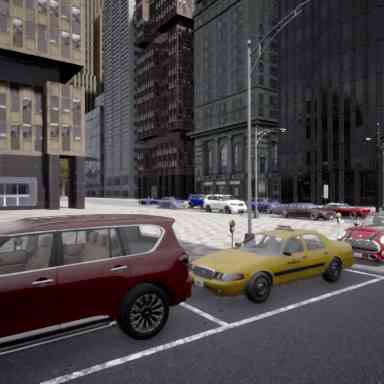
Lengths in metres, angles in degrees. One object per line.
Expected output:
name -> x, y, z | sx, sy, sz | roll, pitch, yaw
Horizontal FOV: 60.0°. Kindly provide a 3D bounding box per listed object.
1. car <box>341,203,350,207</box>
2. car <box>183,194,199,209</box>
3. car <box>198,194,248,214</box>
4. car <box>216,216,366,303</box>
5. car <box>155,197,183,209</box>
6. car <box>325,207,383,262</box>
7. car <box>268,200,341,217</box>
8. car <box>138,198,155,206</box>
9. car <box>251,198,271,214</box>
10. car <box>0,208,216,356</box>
car -> 13.089, 1.644, 29.150 | 1.895, 1.301, 4.718 | 0, 0, -36
car -> 1.652, 1.326, 45.111 | 2.150, 2.045, 5.566 | 0, 0, -36
car -> 3.538, 1.315, 36.890 | 2.150, 2.045, 5.566 | 0, 0, -36
car -> 2.093, 1.524, 8.168 | 4.829, 1.417, 1.752 | 0, 0, -36
car -> -2.710, 1.477, 45.627 | 2.097, 1.767, 4.553 | 0, 0, -35
car -> 6.782, 1.438, 11.534 | 4.097, 1.590, 1.967 | 0, 0, -36
car -> 9.521, 1.610, 28.549 | 2.033, 1.411, 5.357 | 0, 0, -36
car -> -7.674, 1.752, 58.275 | 1.895, 1.301, 4.718 | 0, 0, -36
car -> 7.952, 1.422, 36.322 | 2.097, 1.767, 4.553 | 0, 0, -36
car -> -2.320, 1.315, 5.001 | 5.009, 1.841, 2.192 | 0, 0, -36
